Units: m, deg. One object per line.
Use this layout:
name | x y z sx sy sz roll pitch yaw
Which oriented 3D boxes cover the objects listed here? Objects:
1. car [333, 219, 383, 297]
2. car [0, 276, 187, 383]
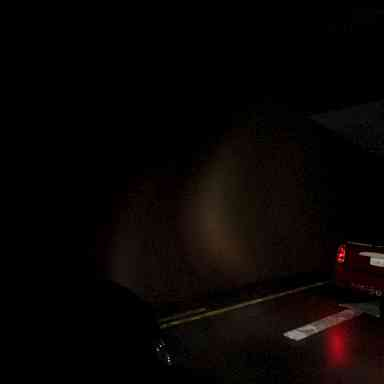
car | 5.270 1.352 7.540 4.553 1.767 2.097 0 0 -35
car | -2.705 1.221 1.856 5.566 2.045 2.150 0 0 -35
